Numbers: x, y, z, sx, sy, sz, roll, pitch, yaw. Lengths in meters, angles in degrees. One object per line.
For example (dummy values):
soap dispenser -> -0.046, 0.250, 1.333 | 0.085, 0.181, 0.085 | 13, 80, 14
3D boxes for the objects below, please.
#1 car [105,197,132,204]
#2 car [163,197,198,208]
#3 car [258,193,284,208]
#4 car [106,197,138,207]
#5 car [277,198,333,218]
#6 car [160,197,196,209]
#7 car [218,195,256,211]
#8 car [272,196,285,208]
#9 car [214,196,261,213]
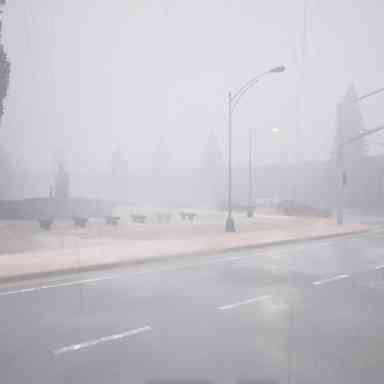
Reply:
car -> -13.917, 1.601, 62.944 | 4.718, 1.301, 1.895 | 0, 0, 16
car -> -1.769, 1.478, 49.281 | 5.008, 1.535, 1.882 | 0, 0, 35
car -> 10.777, 1.221, 47.665 | 2.150, 2.045, 5.566 | 0, 0, -41
car -> -10.641, 1.601, 50.517 | 4.718, 1.301, 1.895 | 0, 0, 25
car -> 10.496, 1.526, 30.430 | 1.812, 1.442, 4.674 | 0, 0, -35
car -> -2.121, 1.505, 45.187 | 4.892, 1.490, 1.837 | 0, 0, 38
car -> 5.660, 1.352, 42.449 | 2.097, 1.767, 4.553 | 0, 0, -42
car -> 11.261, 1.505, 35.295 | 1.837, 1.490, 4.892 | 0, 0, -37
car -> 4.862, 1.547, 38.142 | 2.033, 1.411, 5.357 | 0, 0, -38
